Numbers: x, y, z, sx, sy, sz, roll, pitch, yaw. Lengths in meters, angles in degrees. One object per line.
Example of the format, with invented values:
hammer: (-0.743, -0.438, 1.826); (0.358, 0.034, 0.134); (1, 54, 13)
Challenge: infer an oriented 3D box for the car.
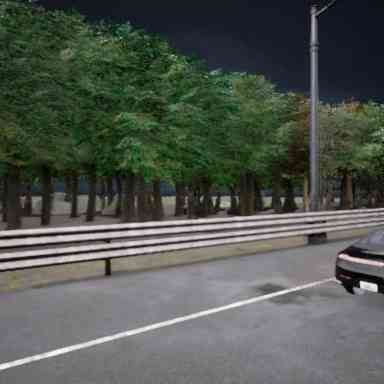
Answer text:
car: (5.177, 1.497, 7.439); (4.902, 1.511, 2.128); (0, 0, -35)
